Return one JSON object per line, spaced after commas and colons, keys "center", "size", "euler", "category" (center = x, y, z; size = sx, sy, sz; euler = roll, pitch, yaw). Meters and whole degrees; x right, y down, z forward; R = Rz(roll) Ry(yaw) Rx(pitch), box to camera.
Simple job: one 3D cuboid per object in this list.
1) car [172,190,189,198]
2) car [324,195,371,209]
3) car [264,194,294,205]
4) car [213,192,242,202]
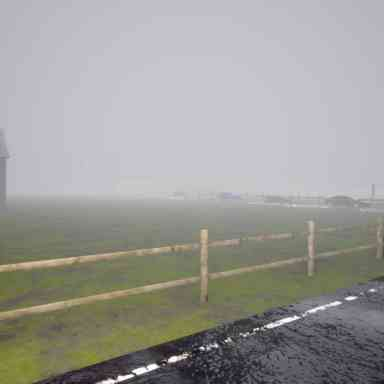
{"center": [-2.497, 0.439, 72.587], "size": [1.837, 1.490, 4.892], "euler": [0, 1, -36], "category": "car"}
{"center": [17.711, 1.112, 38.062], "size": [1.882, 1.535, 5.008], "euler": [0, 1, -35], "category": "car"}
{"center": [11.996, 1.020, 46.096], "size": [1.994, 1.385, 4.181], "euler": [0, 1, -34], "category": "car"}
{"center": [6.103, 0.752, 54.349], "size": [1.882, 1.535, 5.008], "euler": [0, 1, -35], "category": "car"}
